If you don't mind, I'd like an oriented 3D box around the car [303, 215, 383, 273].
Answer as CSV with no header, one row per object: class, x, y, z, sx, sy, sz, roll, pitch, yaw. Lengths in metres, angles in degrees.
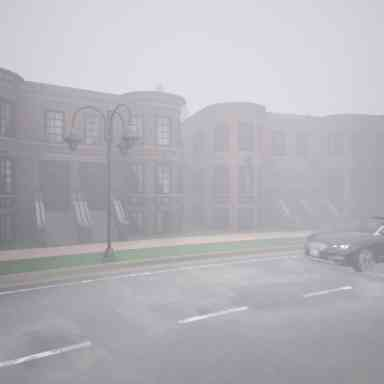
car,5.819,1.491,10.518,4.902,1.511,2.128,0,0,-22
